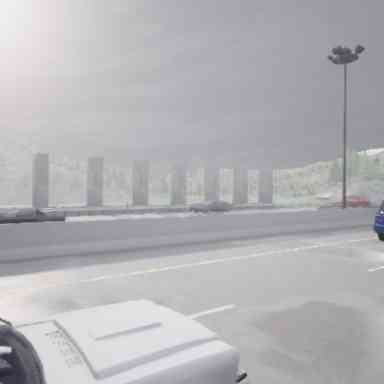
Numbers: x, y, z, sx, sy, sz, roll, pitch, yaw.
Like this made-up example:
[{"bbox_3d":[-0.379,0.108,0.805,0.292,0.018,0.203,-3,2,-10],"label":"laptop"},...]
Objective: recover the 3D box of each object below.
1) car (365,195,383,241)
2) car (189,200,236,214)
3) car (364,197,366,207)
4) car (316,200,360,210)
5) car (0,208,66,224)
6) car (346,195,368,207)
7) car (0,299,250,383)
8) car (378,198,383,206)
[{"bbox_3d":[10.785,1.298,15.683,5.566,2.045,2.150,0,0,-35],"label":"car"},{"bbox_3d":[2.275,1.589,35.662,5.357,1.411,2.033,0,0,-36],"label":"car"},{"bbox_3d":[25.172,1.688,43.824,4.892,1.490,1.837,0,0,-36],"label":"car"},{"bbox_3d":[13.144,1.665,30.580,4.181,1.385,1.994,0,0,-36],"label":"car"},{"bbox_3d":[-9.697,1.558,18.570,4.718,1.301,1.895,0,0,-35],"label":"car"},{"bbox_3d":[22.886,1.387,46.482,5.566,2.045,2.150,0,0,-36],"label":"car"},{"bbox_3d":[-1.810,1.591,2.452,4.718,1.301,1.895,0,0,-36],"label":"car"},{"bbox_3d":[35.816,1.774,60.413,4.674,1.442,1.812,0,0,-37],"label":"car"}]
